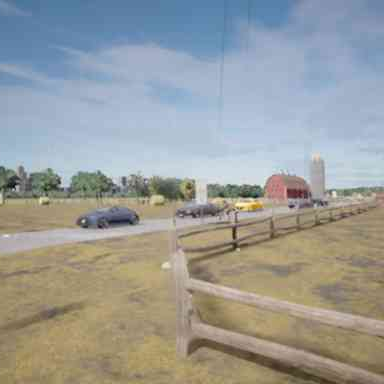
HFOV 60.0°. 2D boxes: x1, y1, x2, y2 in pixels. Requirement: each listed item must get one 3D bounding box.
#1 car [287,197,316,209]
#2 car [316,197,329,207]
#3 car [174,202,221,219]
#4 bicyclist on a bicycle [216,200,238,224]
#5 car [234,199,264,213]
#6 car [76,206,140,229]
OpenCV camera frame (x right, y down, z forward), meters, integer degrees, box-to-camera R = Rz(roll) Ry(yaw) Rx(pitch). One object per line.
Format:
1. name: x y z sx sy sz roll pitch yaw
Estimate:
1. car: 14.493 1.548 44.628 2.033 1.411 5.357 -2 -1 36
2. car: 20.237 1.553 52.715 1.837 1.490 4.892 -2 -1 36
3. car: 0.618 1.592 30.288 2.033 1.411 5.357 -2 -1 36
4. bicyclist on a bicycle: 2.343 1.372 22.436 1.656 1.620 0.582 0 0 36
5. car: 6.667 1.535 38.692 1.882 1.535 5.008 -2 -1 36
6. car: -5.435 1.594 21.850 1.994 1.385 4.181 -2 -1 36
